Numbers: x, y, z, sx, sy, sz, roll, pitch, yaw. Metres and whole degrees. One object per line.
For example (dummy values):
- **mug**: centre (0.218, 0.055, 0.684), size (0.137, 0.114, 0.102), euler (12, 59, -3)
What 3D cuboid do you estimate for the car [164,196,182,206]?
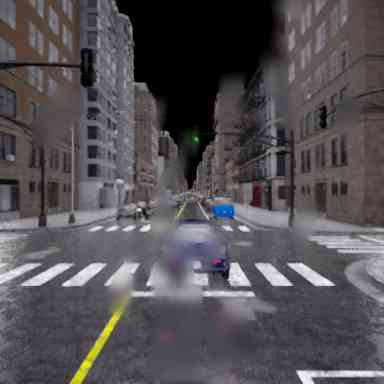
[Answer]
- **car**: centre (-2.821, 1.670, 47.447), size (1.994, 1.385, 4.181), euler (0, 0, 1)

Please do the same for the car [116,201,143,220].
- **car**: centre (-5.380, 1.616, 28.770), size (2.008, 1.369, 4.403), euler (0, 0, 0)

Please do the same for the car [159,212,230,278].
- **car**: centre (0.076, 1.550, 10.087), size (1.812, 1.442, 4.674), euler (0, 0, 0)

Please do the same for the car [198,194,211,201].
- **car**: centre (2.653, 1.437, 57.184), size (2.192, 1.841, 5.009), euler (0, 0, 0)

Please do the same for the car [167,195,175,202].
- **car**: centre (-5.364, 1.607, 85.589), size (1.967, 1.590, 4.097), euler (0, 0, 0)

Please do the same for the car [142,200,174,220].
- **car**: centre (-2.842, 1.629, 28.665), size (1.994, 1.385, 4.181), euler (0, 0, 0)

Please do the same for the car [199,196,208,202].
- **car**: centre (2.659, 1.708, 79.908), size (2.008, 1.369, 4.403), euler (0, 0, 0)

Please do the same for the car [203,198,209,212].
- **car**: centre (2.648, 1.673, 40.139), size (1.802, 1.307, 4.206), euler (0, 0, 0)

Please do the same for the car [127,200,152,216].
- **car**: centre (-5.379, 1.623, 34.452), size (1.887, 1.381, 4.507), euler (0, 0, 0)

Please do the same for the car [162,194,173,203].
- **car**: centre (-5.367, 1.464, 74.225), size (2.192, 1.841, 5.009), euler (0, 0, 0)

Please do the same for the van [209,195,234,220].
- **van**: centre (2.645, 1.406, 28.777), size (1.690, 1.788, 3.998), euler (0, 0, 0)

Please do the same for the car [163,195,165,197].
- **car**: centre (-5.374, 1.639, 51.328), size (1.752, 1.417, 4.829), euler (0, 0, 0)

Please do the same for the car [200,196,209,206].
- **car**: centre (2.651, 1.695, 51.502), size (1.802, 1.307, 4.206), euler (0, 0, 0)

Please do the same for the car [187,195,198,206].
- **car**: centre (0.067, 1.672, 58.524), size (2.033, 1.411, 5.357), euler (0, 0, 0)

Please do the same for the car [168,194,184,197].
- **car**: centre (-2.779, 1.628, 57.417), size (1.837, 1.490, 4.892), euler (0, 0, 1)

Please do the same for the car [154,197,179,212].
- **car**: centre (-2.840, 1.590, 37.519), size (1.837, 1.490, 4.892), euler (0, 0, 0)
